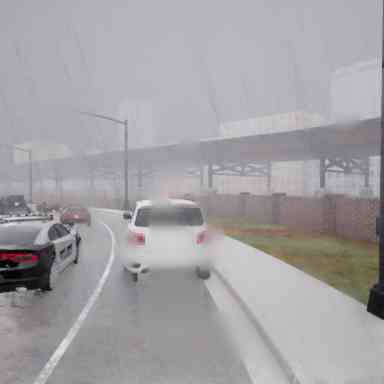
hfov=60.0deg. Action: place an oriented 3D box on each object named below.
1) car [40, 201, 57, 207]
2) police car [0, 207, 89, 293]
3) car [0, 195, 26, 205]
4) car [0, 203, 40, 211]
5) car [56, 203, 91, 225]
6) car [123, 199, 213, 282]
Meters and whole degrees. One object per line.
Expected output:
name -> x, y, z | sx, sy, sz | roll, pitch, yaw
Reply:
car -> -15.862, 1.679, 36.763 | 1.895, 1.301, 4.718 | -1, 0, -36
police car -> -4.282, 1.433, 8.940 | 1.930, 1.638, 5.238 | 0, 0, -8
car -> -19.113, 1.343, 35.311 | 2.150, 2.045, 5.566 | -1, 0, -37
car -> -11.278, 1.654, 21.635 | 1.895, 1.301, 4.718 | 0, 0, -21
car -> -8.381, 1.593, 23.681 | 1.994, 1.385, 4.181 | 0, 0, -23
car -> -0.868, 1.218, 10.004 | 2.150, 2.045, 5.566 | 0, 0, -9
